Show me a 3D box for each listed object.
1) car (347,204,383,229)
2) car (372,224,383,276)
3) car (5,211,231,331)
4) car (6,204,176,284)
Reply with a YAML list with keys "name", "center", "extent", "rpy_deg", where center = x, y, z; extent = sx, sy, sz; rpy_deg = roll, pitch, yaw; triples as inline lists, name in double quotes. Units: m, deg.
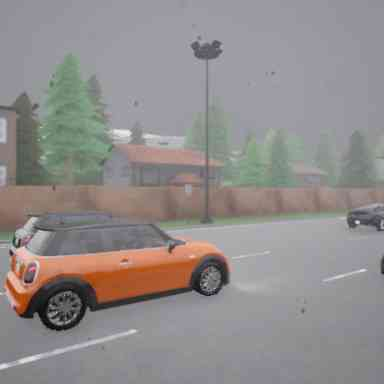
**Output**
- name: "car"
  center: [11.492, 1.489, 20.544]
  extent: [4.892, 1.490, 1.837]
  rpy_deg: [0, 0, -36]
- name: "car"
  center: [6.661, 1.556, 8.499]
  extent: [4.181, 1.385, 1.994]
  rpy_deg: [0, 0, -36]
- name: "car"
  center: [-1.334, 1.349, 7.095]
  extent: [4.553, 1.767, 2.097]
  rpy_deg: [0, 0, -35]
- name: "car"
  center: [-2.990, 1.349, 10.213]
  extent: [4.553, 1.767, 2.097]
  rpy_deg: [0, 0, -36]
